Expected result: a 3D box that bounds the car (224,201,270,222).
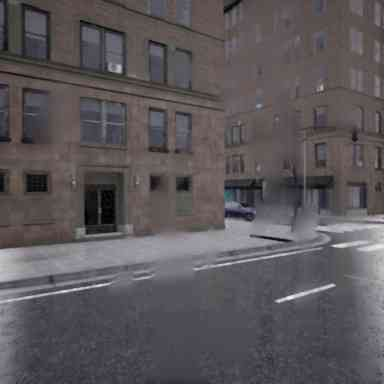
[{"bbox_3d":[3.877,1.453,25.986,1.812,1.442,4.674,-1,1,-38],"label":"car"}]
